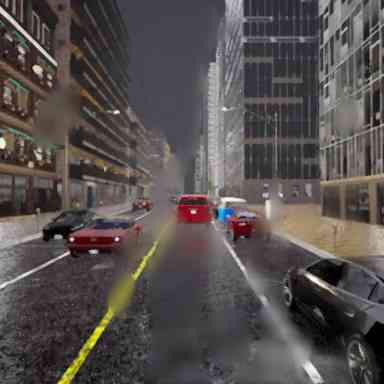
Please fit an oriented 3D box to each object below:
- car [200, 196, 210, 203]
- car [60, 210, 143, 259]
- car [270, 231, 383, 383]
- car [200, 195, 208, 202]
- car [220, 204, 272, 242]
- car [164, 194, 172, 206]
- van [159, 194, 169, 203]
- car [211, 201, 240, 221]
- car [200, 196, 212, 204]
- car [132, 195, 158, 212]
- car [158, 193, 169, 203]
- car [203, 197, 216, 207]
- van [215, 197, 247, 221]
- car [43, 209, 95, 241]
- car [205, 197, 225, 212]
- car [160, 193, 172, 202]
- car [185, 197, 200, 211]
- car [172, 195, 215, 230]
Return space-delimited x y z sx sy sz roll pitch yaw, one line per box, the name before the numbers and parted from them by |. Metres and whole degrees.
car | 2.622 1.459 67.511 1.887 1.381 4.507 1 0 0
car | -3.109 1.585 12.737 1.895 1.301 4.718 0 0 0
car | 2.668 1.560 4.836 1.947 1.339 4.313 1 0 0
car | 2.618 1.432 73.379 1.752 1.417 4.829 1 0 0
car | 2.660 1.525 16.231 1.887 1.381 4.507 1 0 0
car | -3.111 1.437 54.186 1.837 1.490 4.892 0 0 0
van | -5.721 1.256 67.630 1.690 1.788 3.998 1 0 0
car | 2.651 1.532 27.626 1.947 1.339 4.313 1 0 0
car | 2.626 1.473 61.813 2.008 1.369 4.403 1 0 0
car | -5.699 1.267 39.141 2.192 1.841 5.009 1 0 0
car | -5.719 1.362 61.933 1.967 1.590 4.097 1 0 0
car | 2.635 1.462 50.588 1.752 1.417 4.829 1 0 0
van | 2.660 1.314 21.928 1.690 1.788 3.998 1 0 0
car | -5.688 1.546 16.350 1.947 1.339 4.313 1 0 0
car | 2.645 1.392 39.022 1.967 1.590 4.097 1 0 0
car | -5.725 1.223 73.327 2.192 1.841 5.009 1 0 0
car | 0.068 1.454 41.529 1.837 1.490 4.892 0 0 0
car | 0.080 1.198 21.249 2.150 2.045 5.566 0 0 0
